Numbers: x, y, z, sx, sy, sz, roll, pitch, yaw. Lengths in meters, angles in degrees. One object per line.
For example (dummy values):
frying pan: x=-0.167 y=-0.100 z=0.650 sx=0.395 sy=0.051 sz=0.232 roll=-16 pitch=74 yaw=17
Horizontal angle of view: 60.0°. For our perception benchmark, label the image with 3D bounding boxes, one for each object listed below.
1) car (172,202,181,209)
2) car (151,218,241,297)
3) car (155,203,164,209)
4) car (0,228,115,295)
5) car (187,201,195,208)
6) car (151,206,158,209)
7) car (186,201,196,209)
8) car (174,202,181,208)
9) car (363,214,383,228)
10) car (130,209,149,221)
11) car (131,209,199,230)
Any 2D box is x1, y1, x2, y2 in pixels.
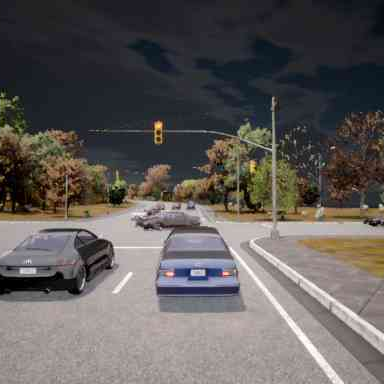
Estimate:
car: x=-3.718 y=3.473 z=78.235 sx=1.812 sy=1.442 sz=4.674 roll=0 pitch=0 yaw=0
car: x=0.068 y=1.645 z=8.894 sx=2.033 sy=1.411 sz=5.357 roll=0 pitch=-1 yaw=-1
car: x=-7.218 y=3.525 z=64.965 sx=2.033 sy=1.411 sz=5.357 roll=0 pitch=0 yaw=0
car: x=-3.446 y=1.664 z=9.001 sx=1.994 sy=1.385 sz=4.181 roll=0 pitch=-1 yaw=0
car: x=-0.340 y=3.229 z=87.954 sx=1.882 sy=1.535 sz=5.008 roll=0 pitch=0 yaw=-4
car: x=-7.242 y=3.461 z=55.218 sx=1.895 sy=1.301 sz=4.718 roll=0 pitch=-1 yaw=0
car: x=-0.217 y=3.298 z=77.775 sx=2.097 sy=1.767 sz=4.553 roll=0 pitch=0 yaw=0
car: x=-3.863 y=3.414 z=88.211 sx=1.837 sy=1.490 sz=4.892 roll=0 pitch=0 yaw=-4
car: x=18.344 y=2.442 z=29.840 sx=5.357 sy=1.411 sz=2.033 roll=0 pitch=-3 yaw=-3
car: x=-7.234 y=3.138 z=46.198 sx=1.812 sy=1.442 sz=4.674 roll=0 pitch=-2 yaw=0
car: x=-1.822 y=2.282 z=26.315 sx=5.357 sy=1.411 sz=2.033 roll=2 pitch=-3 yaw=-35
